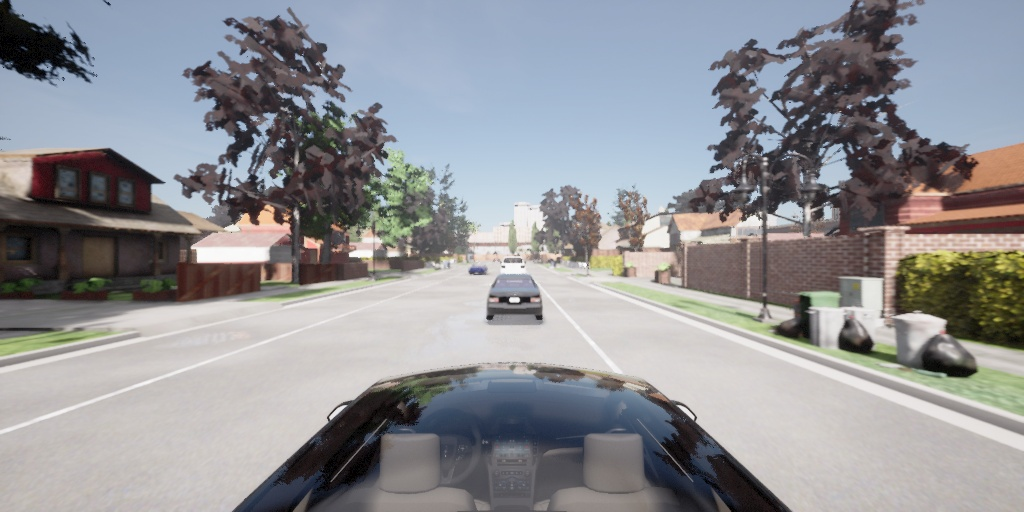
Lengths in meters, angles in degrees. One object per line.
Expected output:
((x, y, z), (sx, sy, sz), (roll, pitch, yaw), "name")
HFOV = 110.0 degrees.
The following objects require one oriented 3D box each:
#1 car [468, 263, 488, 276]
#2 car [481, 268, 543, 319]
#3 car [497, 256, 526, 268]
((-3.591, 1.420, 38.660), (1.895, 1.301, 4.718), (0, 0, 0), "car")
((0.086, 1.326, 12.918), (2.033, 1.411, 5.357), (0, 0, 0), "car")
((0.098, 1.041, 32.003), (2.150, 2.045, 5.566), (0, 0, 0), "car")
